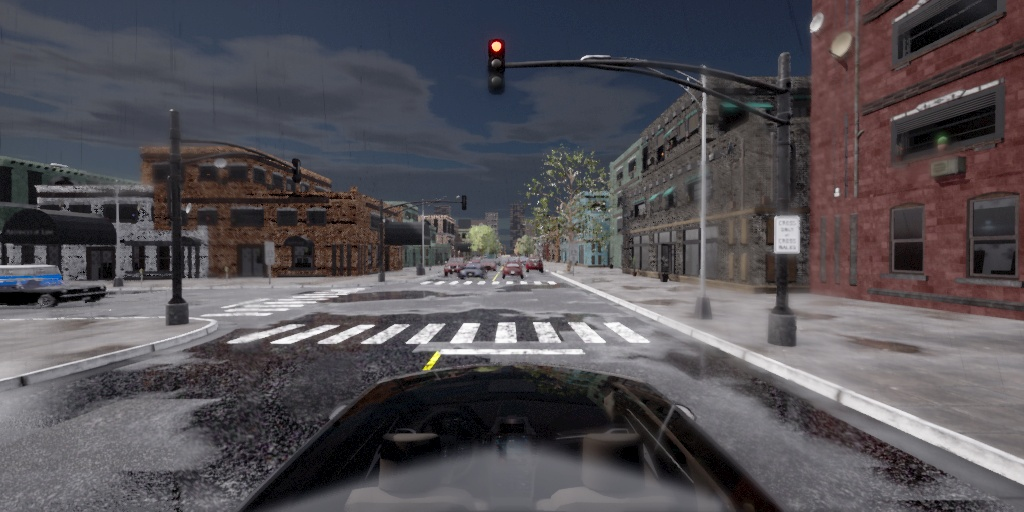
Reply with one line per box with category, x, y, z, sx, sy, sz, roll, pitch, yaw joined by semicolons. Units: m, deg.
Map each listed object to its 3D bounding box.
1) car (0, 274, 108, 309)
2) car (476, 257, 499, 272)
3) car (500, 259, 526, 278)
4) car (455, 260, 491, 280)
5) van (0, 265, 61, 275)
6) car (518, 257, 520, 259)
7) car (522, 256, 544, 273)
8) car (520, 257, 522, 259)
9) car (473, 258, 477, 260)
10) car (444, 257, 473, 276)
car;-21.574;1.648;16.278;4.718;1.301;1.895;-1;1;-1
car;-3.130;1.091;45.744;2.097;1.767;4.553;0;0;0
car;0.076;1.268;33.765;1.812;1.442;4.674;0;0;0
car;-3.224;1.307;30.809;1.994;1.385;4.181;0;0;3
van;-30.312;1.457;21.972;3.998;1.789;1.690;0;0;-1
car;-0.047;1.298;63.393;1.994;1.385;4.181;0;0;0
car;2.663;1.054;42.860;2.192;1.841;5.009;0;0;0
car;2.650;1.285;59.491;2.007;1.370;4.403;0;0;0
car;-5.718;1.285;42.853;1.888;1.381;4.507;0;0;0
car;-5.713;1.056;37.309;2.192;1.841;5.009;0;0;0
